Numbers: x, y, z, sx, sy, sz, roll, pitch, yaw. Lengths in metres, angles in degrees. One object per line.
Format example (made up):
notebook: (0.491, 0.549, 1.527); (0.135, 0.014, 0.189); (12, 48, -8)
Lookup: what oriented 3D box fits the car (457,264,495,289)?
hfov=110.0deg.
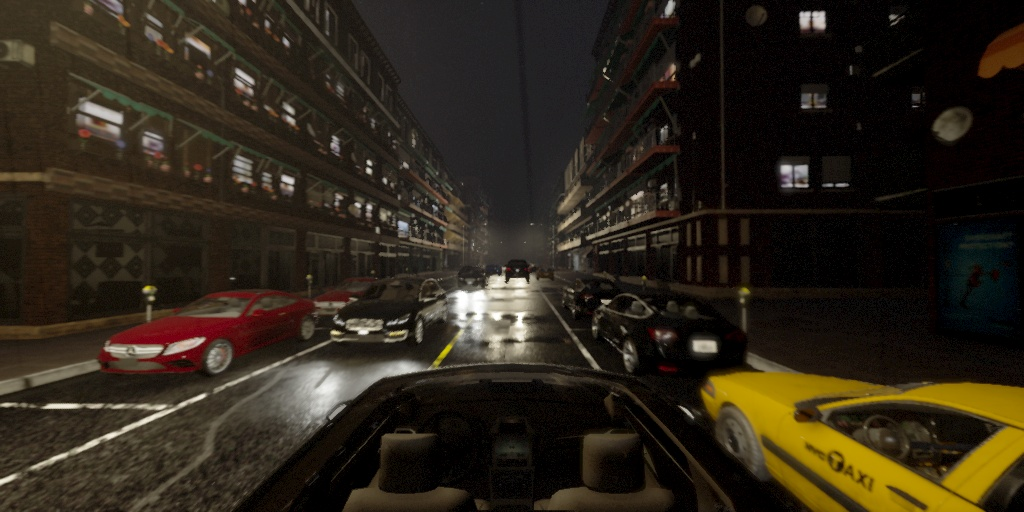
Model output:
car: (-2.684, 1.524, 25.825); (2.128, 1.511, 4.902); (0, -1, 1)

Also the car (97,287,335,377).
car: (-5.736, 1.389, 7.484); (1.802, 1.307, 4.207); (0, 0, 1)

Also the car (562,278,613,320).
car: (2.897, 1.454, 12.997); (1.948, 1.339, 4.313); (0, 0, 1)

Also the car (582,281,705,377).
car: (2.861, 1.387, 7.334); (1.948, 1.339, 4.313); (0, 0, 1)

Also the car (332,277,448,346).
car: (-2.996, 1.344, 9.763); (1.837, 1.490, 4.892); (0, -1, 1)

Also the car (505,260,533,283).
car: (0.507, 1.345, 32.937); (2.150, 2.045, 5.566); (0, -1, 1)

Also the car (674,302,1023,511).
car: (2.786, 1.281, 1.838); (1.751, 1.417, 4.829); (0, 0, 1)

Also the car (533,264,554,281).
car: (3.245, 1.688, 35.819); (1.751, 1.417, 4.829); (0, 0, 1)

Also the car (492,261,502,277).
car: (-2.305, 1.746, 44.865); (1.882, 1.535, 5.008); (0, -1, 1)
